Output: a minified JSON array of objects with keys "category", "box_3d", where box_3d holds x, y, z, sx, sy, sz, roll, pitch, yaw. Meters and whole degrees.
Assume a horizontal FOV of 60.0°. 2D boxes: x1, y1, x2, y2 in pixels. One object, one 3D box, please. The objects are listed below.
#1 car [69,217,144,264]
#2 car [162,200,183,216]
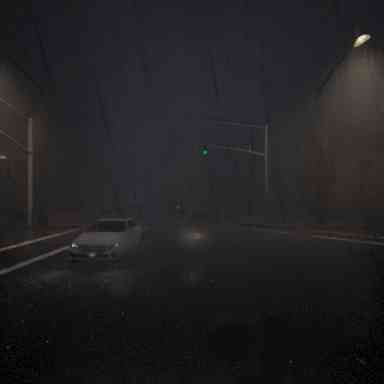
[{"category":"car","box_3d":[-3.016,1.692,12.602,1.812,1.442,4.674,0,-1,2]},{"category":"car","box_3d":[-2.199,1.758,38.663,2.097,1.767,4.553,0,-1,2]}]
